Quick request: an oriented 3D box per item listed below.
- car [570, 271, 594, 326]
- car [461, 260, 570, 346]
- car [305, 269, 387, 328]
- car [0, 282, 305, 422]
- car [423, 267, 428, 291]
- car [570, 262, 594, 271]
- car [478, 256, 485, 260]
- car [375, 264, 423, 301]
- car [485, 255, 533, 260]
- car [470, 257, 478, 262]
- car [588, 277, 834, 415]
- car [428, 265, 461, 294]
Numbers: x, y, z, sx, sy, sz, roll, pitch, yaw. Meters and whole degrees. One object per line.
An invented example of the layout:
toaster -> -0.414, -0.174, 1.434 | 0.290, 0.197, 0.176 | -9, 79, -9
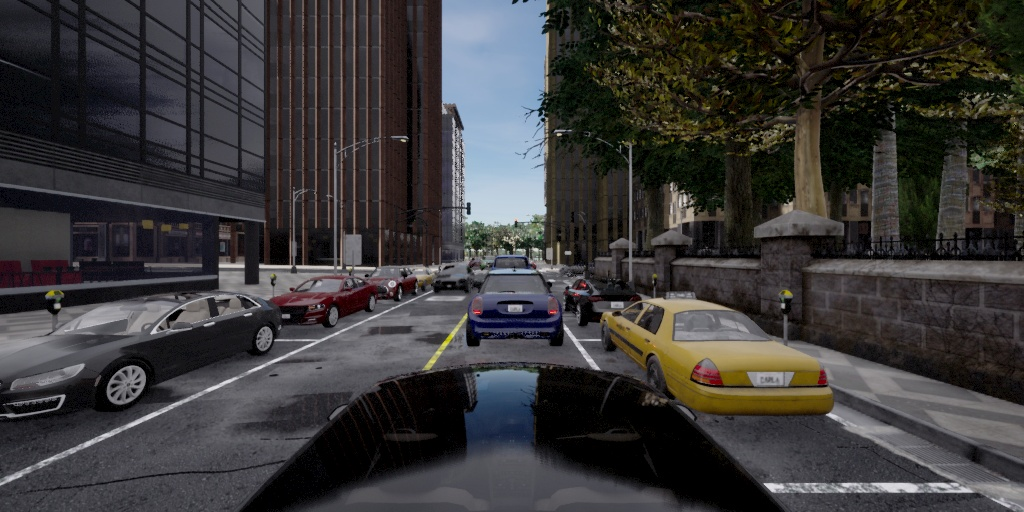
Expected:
car -> 2.742, 1.316, 11.425 | 1.948, 1.339, 4.313 | 0, 0, 0
car -> 0.037, 1.102, 9.527 | 2.097, 1.767, 4.553 | 0, 0, -1
car -> -5.783, 1.295, 11.405 | 1.888, 1.381, 4.507 | 0, 0, 0
car -> -5.772, 1.300, 5.948 | 2.007, 1.370, 4.403 | 0, 0, 0
car -> -5.806, 1.277, 22.149 | 1.751, 1.417, 4.829 | 0, 0, 0
car -> 7.506, 1.421, 37.656 | 4.902, 1.511, 2.128 | 1, 0, 8
car -> -3.205, 0.982, 51.202 | 2.150, 2.045, 5.566 | 0, 0, -1
car -> -5.795, 1.190, 16.862 | 1.967, 1.591, 4.097 | 0, 0, 0
car -> -0.031, 0.973, 18.961 | 2.150, 2.045, 5.566 | 0, 0, 0
car -> -5.884, 1.079, 59.726 | 2.192, 1.841, 5.009 | 0, 0, 0
car -> 2.753, 1.275, 6.138 | 1.751, 1.417, 4.829 | 0, 0, 0
car -> -3.166, 1.257, 20.355 | 1.837, 1.490, 4.892 | 0, 0, 0
